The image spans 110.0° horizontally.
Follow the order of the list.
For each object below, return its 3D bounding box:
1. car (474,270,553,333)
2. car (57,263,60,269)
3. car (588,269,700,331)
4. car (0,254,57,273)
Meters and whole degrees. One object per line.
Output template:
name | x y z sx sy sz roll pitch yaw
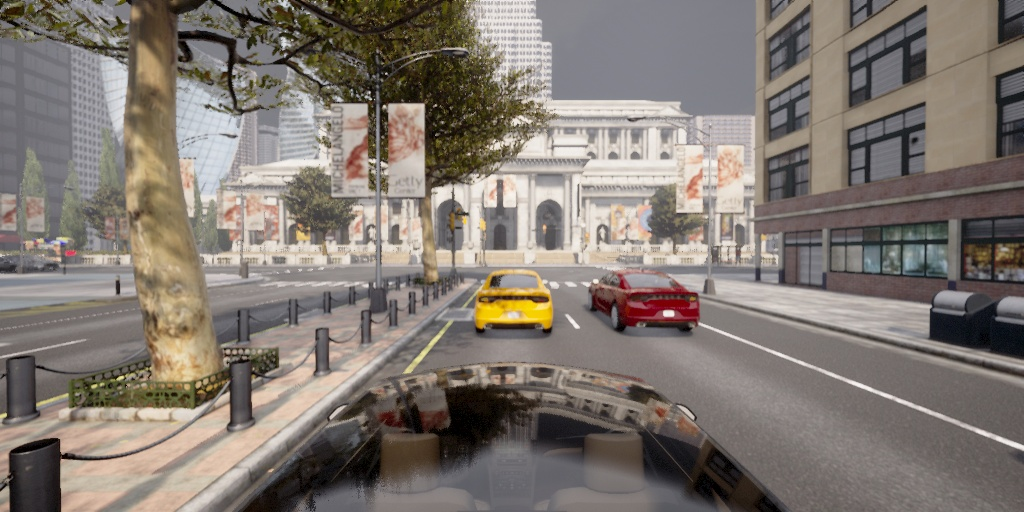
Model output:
car | 0.056 1.125 10.398 1.882 1.535 5.008 0 1 1
car | -50.428 0.680 37.318 4.553 1.767 2.097 0 1 -4
car | 3.558 1.123 10.576 1.882 1.535 5.008 0 1 0
car | -47.290 0.858 33.978 4.902 1.511 2.128 0 1 -2
